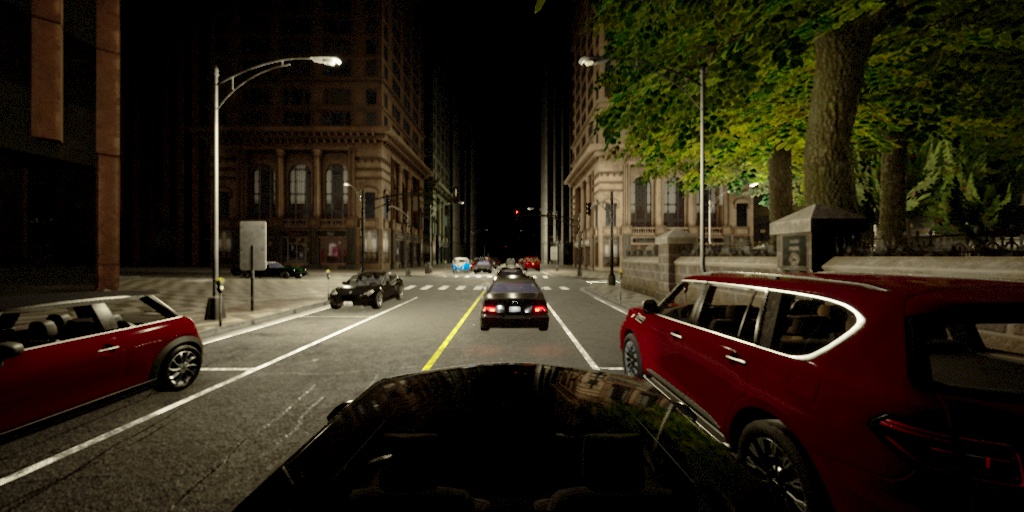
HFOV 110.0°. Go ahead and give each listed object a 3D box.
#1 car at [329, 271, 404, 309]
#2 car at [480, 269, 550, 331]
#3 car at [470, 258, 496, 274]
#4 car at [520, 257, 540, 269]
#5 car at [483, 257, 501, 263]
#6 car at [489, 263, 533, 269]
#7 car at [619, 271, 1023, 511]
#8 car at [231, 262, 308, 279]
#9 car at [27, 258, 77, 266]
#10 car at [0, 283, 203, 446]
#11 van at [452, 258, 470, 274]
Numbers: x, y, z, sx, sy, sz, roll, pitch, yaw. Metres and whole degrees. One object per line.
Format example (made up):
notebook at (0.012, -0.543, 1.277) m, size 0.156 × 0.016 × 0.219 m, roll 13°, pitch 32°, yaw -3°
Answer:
car at (-5.806, 1.311, 14.858) m, size 1.948 × 1.339 × 4.313 m, roll 0°, pitch 0°, yaw 0°
car at (0.050, 1.294, 10.954) m, size 2.033 × 1.411 × 5.357 m, roll 0°, pitch 0°, yaw 0°
car at (-3.234, 1.294, 41.022) m, size 2.033 × 1.411 × 5.357 m, roll 0°, pitch 0°, yaw 0°
car at (2.608, 1.066, 46.994) m, size 2.192 × 1.841 × 5.009 m, roll 0°, pitch 0°, yaw 0°
car at (-3.275, 1.307, 55.613) m, size 2.033 × 1.411 × 5.357 m, roll 0°, pitch 0°, yaw 0°
car at (-0.061, 1.308, 20.348) m, size 1.994 × 1.385 × 4.181 m, roll 0°, pitch 0°, yaw 0°
car at (2.757, 1.064, 3.851) m, size 2.192 × 1.841 × 5.009 m, roll 0°, pitch 0°, yaw 0°
car at (-17.945, 1.089, 26.730) m, size 4.718 × 1.301 × 1.895 m, roll 1°, pitch 0°, yaw 0°
car at (-35.448, 0.821, 26.589) m, size 4.718 × 1.301 × 1.895 m, roll 1°, pitch 0°, yaw 0°
car at (-5.768, 1.189, 3.811) m, size 1.967 × 1.591 × 4.097 m, roll 0°, pitch 0°, yaw 0°
van at (-5.898, 1.089, 41.515) m, size 1.690 × 1.789 × 3.998 m, roll 0°, pitch 0°, yaw 0°
